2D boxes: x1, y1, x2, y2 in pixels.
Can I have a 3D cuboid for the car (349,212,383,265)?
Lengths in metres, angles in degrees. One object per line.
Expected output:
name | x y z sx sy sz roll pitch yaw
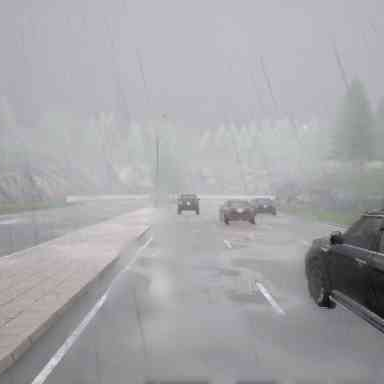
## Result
car | 6.952 1.491 9.968 2.128 1.511 4.902 0 0 -1

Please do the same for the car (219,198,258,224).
car | 3.259 1.351 24.876 2.097 1.767 4.553 0 0 -1

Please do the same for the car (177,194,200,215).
car | -0.367 1.221 34.337 2.150 2.045 5.566 0 0 0

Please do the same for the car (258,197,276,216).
car | 6.662 1.352 32.504 2.097 1.767 4.553 0 0 -1

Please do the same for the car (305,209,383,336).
car | 3.519 1.219 4.781 2.150 2.045 5.566 0 0 -1

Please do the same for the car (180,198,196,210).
car | -0.485 1.547 44.519 2.033 1.411 5.357 0 0 0
